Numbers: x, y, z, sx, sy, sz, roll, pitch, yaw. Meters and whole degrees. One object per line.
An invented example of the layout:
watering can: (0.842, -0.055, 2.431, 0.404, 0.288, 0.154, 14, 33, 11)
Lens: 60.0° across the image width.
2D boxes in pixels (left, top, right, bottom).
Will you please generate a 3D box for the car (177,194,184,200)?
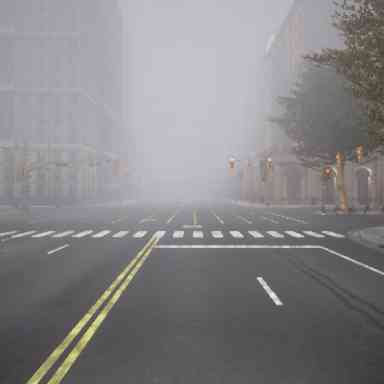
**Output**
car: (-3.259, 1.431, 93.275, 1.882, 1.535, 5.008, 0, 0, 1)

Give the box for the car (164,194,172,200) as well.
car: (-6.759, 1.454, 93.311, 1.837, 1.490, 4.892, 0, 0, 1)
